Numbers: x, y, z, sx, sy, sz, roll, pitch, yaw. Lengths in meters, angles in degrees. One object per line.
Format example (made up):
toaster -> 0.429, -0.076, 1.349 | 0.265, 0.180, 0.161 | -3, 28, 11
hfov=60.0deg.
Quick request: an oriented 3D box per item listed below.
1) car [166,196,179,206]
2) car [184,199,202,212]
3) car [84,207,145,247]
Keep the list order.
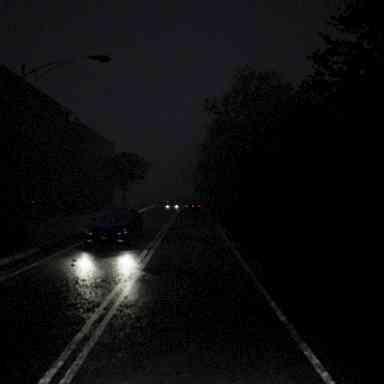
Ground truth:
car -> -3.297, 1.514, 56.708 | 1.837, 1.490, 4.892 | 0, 0, 1
car -> 0.102, 1.530, 37.612 | 2.033, 1.411, 5.357 | 0, 0, 0
car -> -3.350, 1.472, 15.125 | 1.882, 1.535, 5.008 | 0, 0, 0
